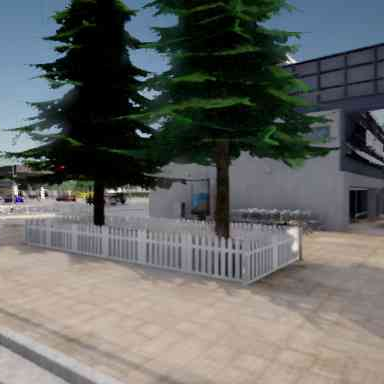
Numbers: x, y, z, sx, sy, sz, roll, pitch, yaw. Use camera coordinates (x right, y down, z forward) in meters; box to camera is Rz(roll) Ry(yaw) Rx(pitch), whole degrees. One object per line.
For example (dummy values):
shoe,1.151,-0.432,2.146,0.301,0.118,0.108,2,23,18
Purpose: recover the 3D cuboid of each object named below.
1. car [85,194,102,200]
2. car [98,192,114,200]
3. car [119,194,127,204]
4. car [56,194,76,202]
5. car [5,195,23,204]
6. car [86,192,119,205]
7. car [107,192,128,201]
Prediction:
car,-23.706,1.244,79.864,3.806,1.475,1.970,0,0,36
car,-21.254,0.962,82.192,3.866,1.878,1.905,0,0,36
car,-12.159,1.006,51.789,3.866,1.878,1.905,0,0,36
car,-24.739,1.195,65.253,4.514,1.523,2.007,0,0,36
car,-30.656,1.217,57.201,3.633,1.501,1.845,0,0,36
car,-13.537,1.027,49.197,4.605,1.855,1.932,0,0,36
car,-16.829,0.996,74.902,4.605,1.855,1.932,0,0,36
